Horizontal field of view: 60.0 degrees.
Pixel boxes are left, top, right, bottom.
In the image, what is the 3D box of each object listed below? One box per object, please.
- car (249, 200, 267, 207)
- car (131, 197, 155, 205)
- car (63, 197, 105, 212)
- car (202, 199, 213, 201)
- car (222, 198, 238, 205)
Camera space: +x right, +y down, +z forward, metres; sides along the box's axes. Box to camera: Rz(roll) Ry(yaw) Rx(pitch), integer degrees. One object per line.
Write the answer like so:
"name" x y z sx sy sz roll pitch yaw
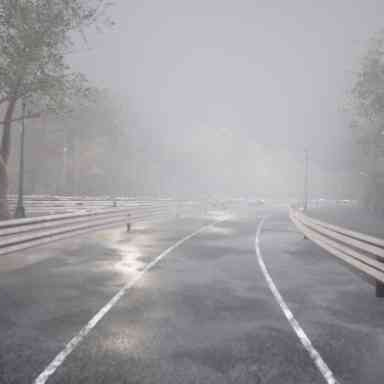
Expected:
"car" 14.345 2.426 72.353 2.033 1.411 5.357 2 0 37
"car" -7.973 1.575 54.048 1.812 1.442 4.674 2 0 37
"car" -11.905 1.367 37.027 2.128 1.511 4.902 2 0 37
"car" 3.177 2.068 63.195 1.895 1.301 4.718 2 0 37
"car" 8.733 2.211 76.531 2.128 1.511 4.902 2 0 37
